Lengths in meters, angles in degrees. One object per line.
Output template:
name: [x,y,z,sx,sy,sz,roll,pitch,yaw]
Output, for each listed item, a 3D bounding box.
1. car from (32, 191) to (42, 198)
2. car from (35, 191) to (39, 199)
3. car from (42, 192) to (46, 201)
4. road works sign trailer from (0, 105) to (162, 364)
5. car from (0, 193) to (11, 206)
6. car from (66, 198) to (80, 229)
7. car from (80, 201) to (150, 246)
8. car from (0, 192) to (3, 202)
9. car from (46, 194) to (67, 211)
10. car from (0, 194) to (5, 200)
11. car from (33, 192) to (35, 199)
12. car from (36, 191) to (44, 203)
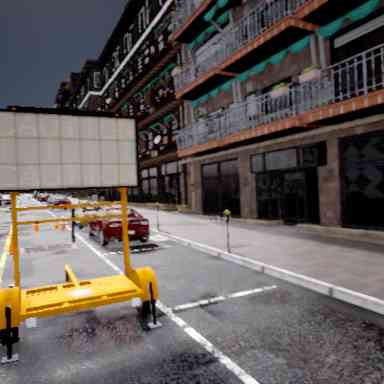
car: [-38.478,0.655,82.581,1.967,1.590,4.097,-1,1,-27]
car: [-25.838,0.904,57.983,1.887,1.381,4.507,-1,1,-27]
car: [-15.753,1.055,38.294,2.008,1.369,4.403,-1,1,-27]
road works sign trailer: [-2.154,0.357,5.963,2.380,3.560,2.880,-3,2,-27]
car: [-24.899,1.152,44.451,2.128,1.511,4.902,-3,2,-27]
car: [-5.745,1.197,18.757,1.752,1.417,4.829,-1,1,-27]
car: [-3.145,1.264,13.682,1.887,1.381,4.507,-1,1,-27]
car: [-37.920,0.941,64.291,2.192,1.841,5.009,-1,1,-27]
car: [-13.231,1.090,33.371,1.887,1.381,4.507,-1,1,-27]
car: [-42.960,1.134,74.141,1.947,1.339,4.313,-1,1,-27]
car: [-28.355,0.768,62.908,1.967,1.590,4.097,-1,1,-27]
car: [-23.317,0.938,53.061,1.887,1.381,4.507,-1,1,-27]
